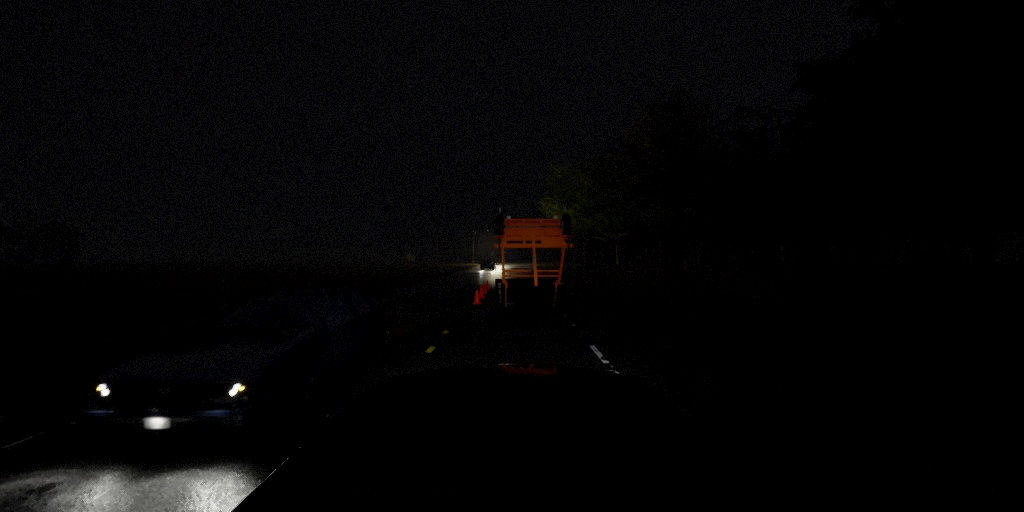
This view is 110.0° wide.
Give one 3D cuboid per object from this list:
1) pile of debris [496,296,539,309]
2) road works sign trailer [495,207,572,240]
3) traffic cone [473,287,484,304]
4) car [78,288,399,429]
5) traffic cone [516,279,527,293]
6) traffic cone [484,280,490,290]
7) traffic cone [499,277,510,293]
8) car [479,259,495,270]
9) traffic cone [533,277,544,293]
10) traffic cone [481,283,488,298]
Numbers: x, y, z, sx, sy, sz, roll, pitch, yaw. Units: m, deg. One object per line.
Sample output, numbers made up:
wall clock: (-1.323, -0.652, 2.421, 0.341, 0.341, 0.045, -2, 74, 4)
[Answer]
pile of debris: (0.031, 1.904, 14.898, 1.860, 0.140, 1.500, 0, 0, 0)
road works sign trailer: (0.635, -2.366, 10.103, 2.380, 3.560, 2.880, 0, 0, 0)
traffic cone: (-1.453, 1.694, 14.895, 0.340, 0.580, 0.340, 0, 0, 0)
car: (-3.583, 1.293, 6.272, 2.033, 1.411, 5.357, 0, 0, 0)
traffic cone: (0.558, 1.688, 20.890, 0.340, 0.580, 0.340, 0, 0, 0)
traffic cone: (-1.445, 1.690, 18.895, 0.340, 0.580, 0.340, 0, 0, 0)
traffic cone: (-0.441, 1.688, 20.893, 0.340, 0.580, 0.340, 0, 0, 0)
car: (-3.390, 1.194, 49.697, 1.837, 1.490, 4.892, 0, 0, 0)
traffic cone: (1.557, 1.688, 20.888, 0.340, 0.580, 0.340, 0, 0, 0)
traffic cone: (-1.449, 1.692, 16.895, 0.340, 0.580, 0.340, 0, 0, 0)
